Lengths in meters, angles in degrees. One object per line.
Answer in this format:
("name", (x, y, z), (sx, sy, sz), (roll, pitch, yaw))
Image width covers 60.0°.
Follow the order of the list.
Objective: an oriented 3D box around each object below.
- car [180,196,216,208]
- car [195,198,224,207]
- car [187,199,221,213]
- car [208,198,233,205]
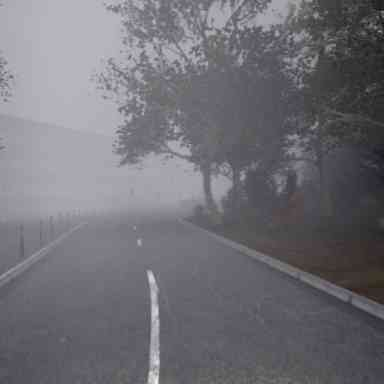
("car", (0.623, 1.663, 56.903), (5.566, 2.045, 2.435), (-1, 0, 27))
("car", (3.204, 1.908, 61.932), (5.008, 1.535, 2.097), (-1, 0, 27))
("car", (1.613, 1.922, 41.749), (1.895, 1.301, 4.718), (-1, 0, 27))
("car", (5.763, 1.938, 66.970), (4.674, 1.452, 2.002), (-1, 0, 27))
